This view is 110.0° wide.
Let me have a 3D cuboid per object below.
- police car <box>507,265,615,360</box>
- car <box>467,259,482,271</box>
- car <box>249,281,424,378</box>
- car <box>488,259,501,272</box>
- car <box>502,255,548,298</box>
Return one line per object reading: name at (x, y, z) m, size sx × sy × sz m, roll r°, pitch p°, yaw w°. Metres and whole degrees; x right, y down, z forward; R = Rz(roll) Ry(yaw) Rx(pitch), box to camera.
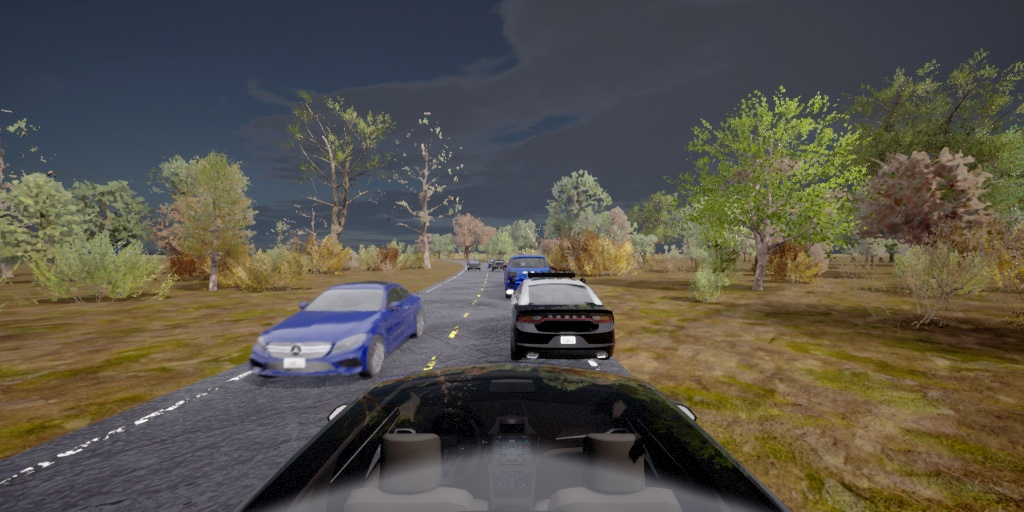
police car at (0.899, 1.174, 8.463) m, size 1.930 × 1.638 × 5.238 m, roll 0°, pitch 0°, yaw 0°
car at (-5.071, 1.298, 48.311) m, size 2.033 × 1.411 × 5.357 m, roll 0°, pitch 0°, yaw -5°
car at (-3.127, 1.275, 7.458) m, size 1.812 × 1.442 × 4.674 m, roll 0°, pitch 0°, yaw 0°
car at (-1.787, 1.254, 46.959) m, size 1.837 × 1.490 × 4.892 m, roll 0°, pitch 0°, yaw -5°
car at (0.716, 0.972, 18.431) m, size 2.150 × 2.045 × 5.566 m, roll 0°, pitch 0°, yaw -2°
